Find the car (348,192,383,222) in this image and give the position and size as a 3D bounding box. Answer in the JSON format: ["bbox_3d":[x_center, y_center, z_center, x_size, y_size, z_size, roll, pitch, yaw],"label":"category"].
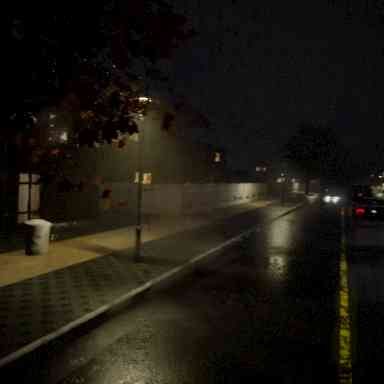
[{"bbox_3d":[10.517,1.005,19.564,2.033,1.411,5.357,4,3,25],"label":"car"}]

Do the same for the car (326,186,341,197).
[{"bbox_3d":[21.787,-0.131,51.336,2.128,1.511,4.902,4,3,24],"label":"car"}]

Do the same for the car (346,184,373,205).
[{"bbox_3d":[16.767,0.271,33.341,2.150,2.045,5.566,4,3,24],"label":"car"}]
